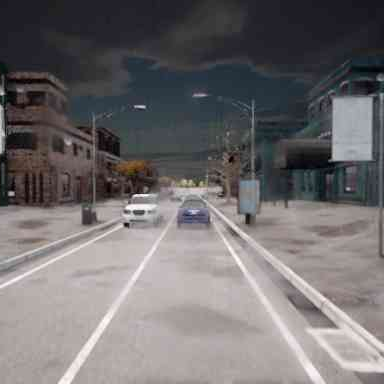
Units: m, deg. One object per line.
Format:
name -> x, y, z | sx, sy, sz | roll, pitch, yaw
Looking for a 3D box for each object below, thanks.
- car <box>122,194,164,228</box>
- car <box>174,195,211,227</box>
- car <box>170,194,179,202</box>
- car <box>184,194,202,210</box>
car -> -3.096, 1.142, 22.119 | 2.150, 2.045, 5.566 | 0, 0, 0
car -> 0.100, 1.273, 22.189 | 2.097, 1.767, 4.553 | 0, 0, 0
car -> -3.019, 1.130, 63.139 | 1.812, 1.442, 4.674 | 0, 0, 1
car -> 0.102, 1.138, 39.865 | 2.097, 1.767, 4.553 | 0, 0, 0
